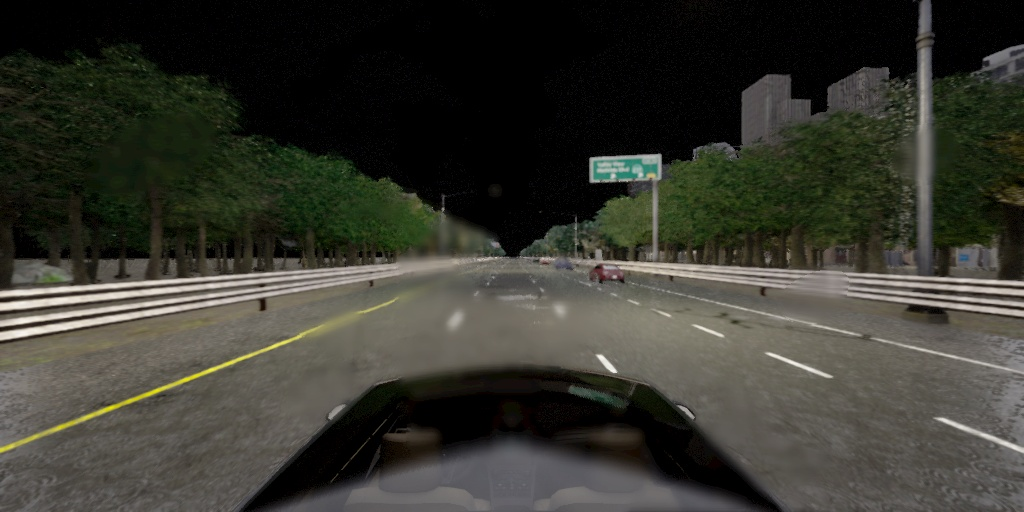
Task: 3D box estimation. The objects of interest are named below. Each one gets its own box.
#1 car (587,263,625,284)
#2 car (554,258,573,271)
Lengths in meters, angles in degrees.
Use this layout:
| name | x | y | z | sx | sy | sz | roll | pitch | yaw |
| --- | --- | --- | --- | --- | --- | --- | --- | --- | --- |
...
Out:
| name | x | y | z | sx | sy | sz | roll | pitch | yaw |
| --- | --- | --- | --- | --- | --- | --- | --- | --- | --- |
| car | 7.032 | 1.273 | 26.854 | 1.812 | 1.442 | 4.674 | 0 | 0 | 0 |
| car | 7.076 | 1.089 | 49.839 | 2.097 | 1.767 | 4.553 | 0 | 0 | 0 |
